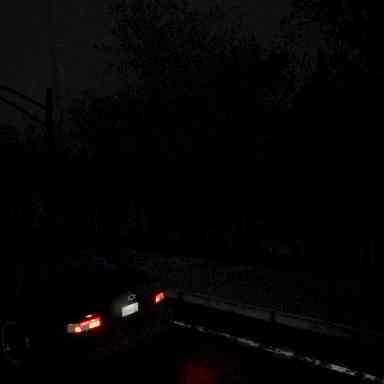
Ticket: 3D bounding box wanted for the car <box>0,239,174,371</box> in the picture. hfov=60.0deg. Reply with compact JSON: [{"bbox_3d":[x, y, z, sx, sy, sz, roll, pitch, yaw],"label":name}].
[{"bbox_3d":[-2.834,1.547,5.712,5.357,1.411,2.033,0,0,36],"label":"car"}]
